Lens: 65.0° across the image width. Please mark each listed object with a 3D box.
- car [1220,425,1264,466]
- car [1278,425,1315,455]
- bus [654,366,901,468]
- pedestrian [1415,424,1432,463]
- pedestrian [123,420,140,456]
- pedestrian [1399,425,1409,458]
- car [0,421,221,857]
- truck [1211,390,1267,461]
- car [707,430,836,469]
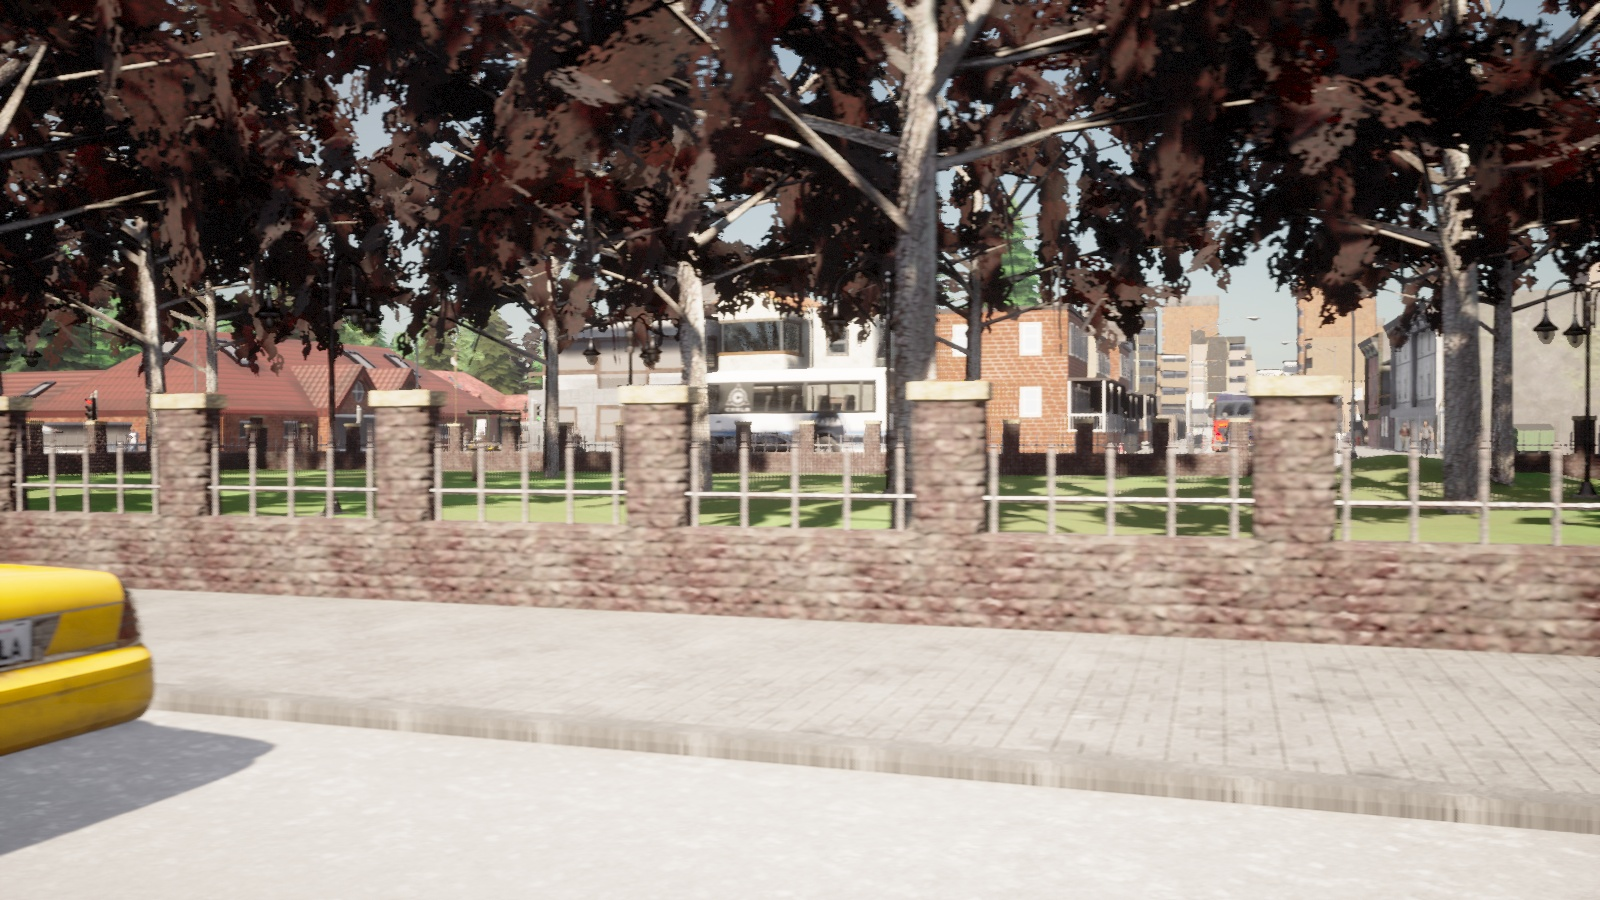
[{"bbox_3d":[20.835,-0.249,59.310,1.905,1.878,3.866,1,1,19],"label":"car"},{"bbox_3d":[34.743,-0.733,88.009,2.150,2.045,5.566,1,1,19],"label":"car"},{"bbox_3d":[-1.014,-1.451,56.028,10.273,4.253,3.944,1,1,21],"label":"bus"},{"bbox_3d":[29.560,-0.306,59.545,0.540,1.848,0.694,1,1,40],"label":"pedestrian"},{"bbox_3d":[-33.976,-0.622,63.861,0.354,1.836,0.706,1,1,18],"label":"pedestrian"},{"bbox_3d":[35.040,-0.499,72.860,0.376,1.854,0.720,1,1,19],"label":"pedestrian"},{"bbox_3d":[-5.380,0.657,5.529,5.366,1.575,1.801,1,1,19],"label":"car"},{"bbox_3d":[25.362,-1.407,72.709,2.891,3.827,8.468,1,1,19],"label":"truck"},{"bbox_3d":[-1.155,-0.051,51.810,4.902,1.511,2.128,0,1,16],"label":"car"}]
